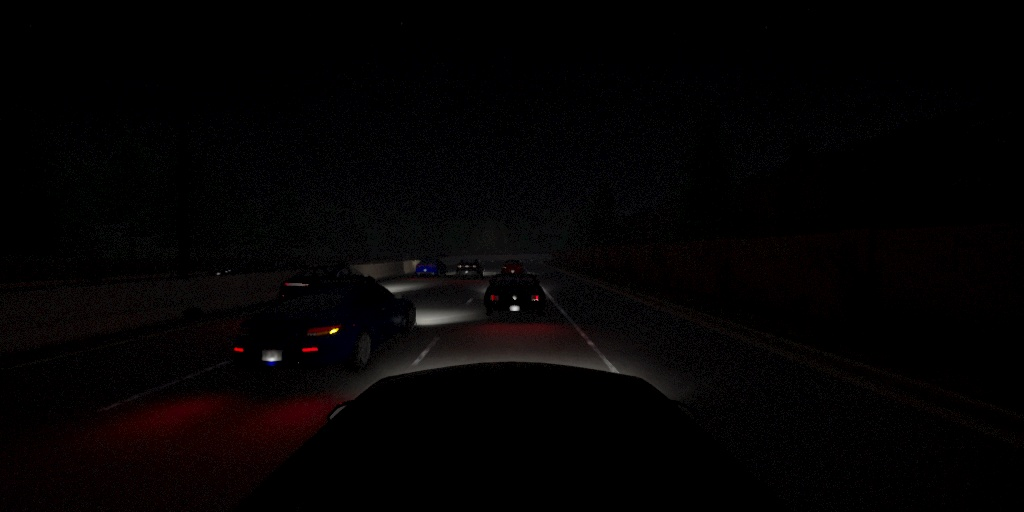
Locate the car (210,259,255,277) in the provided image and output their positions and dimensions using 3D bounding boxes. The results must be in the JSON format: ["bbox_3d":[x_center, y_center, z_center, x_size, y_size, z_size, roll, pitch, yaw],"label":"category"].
[{"bbox_3d":[-21.125,1.015,28.220,1.837,1.490,4.892,0,1,0],"label":"car"}]

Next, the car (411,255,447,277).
[{"bbox_3d":[-6.933,0.956,31.102,1.882,1.535,5.008,0,1,0],"label":"car"}]

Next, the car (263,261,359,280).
[{"bbox_3d":[-6.916,1.129,14.062,2.128,1.511,4.902,0,1,0],"label":"car"}]

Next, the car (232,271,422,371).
[{"bbox_3d":[-3.421,1.223,7.417,1.812,1.442,4.674,0,1,0],"label":"car"}]

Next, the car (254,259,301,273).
[{"bbox_3d":[-17.625,1.074,28.079,1.994,1.385,4.181,0,1,0],"label":"car"}]

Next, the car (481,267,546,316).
[{"bbox_3d":[0.086,1.247,12.853,1.895,1.301,4.718,0,1,0],"label":"car"}]

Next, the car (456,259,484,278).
[{"bbox_3d":[-3.433,0.983,29.550,2.128,1.511,4.902,0,1,0],"label":"car"}]

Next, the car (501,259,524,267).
[{"bbox_3d":[0.055,1.007,30.551,1.812,1.442,4.674,0,1,0],"label":"car"}]
